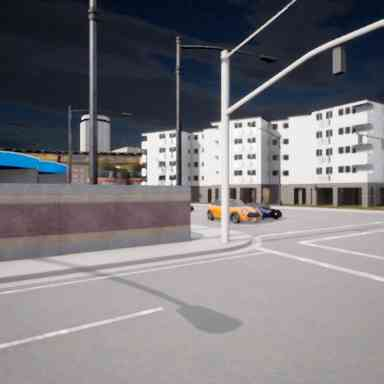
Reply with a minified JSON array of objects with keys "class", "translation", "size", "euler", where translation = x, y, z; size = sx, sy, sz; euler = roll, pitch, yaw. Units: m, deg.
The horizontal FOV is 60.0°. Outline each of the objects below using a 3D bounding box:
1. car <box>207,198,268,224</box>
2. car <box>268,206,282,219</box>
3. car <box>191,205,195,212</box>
[{"class":"car","translation":[3.102,1.338,24.949],"size":[2.097,1.767,4.553],"euler":[0,0,-33]},{"class":"car","translation":[5.426,1.547,27.708],"size":[1.994,1.385,4.181],"euler":[0,0,-35]},{"class":"car","translation":[-1.664,1.547,36.992],"size":[1.994,1.385,4.181],"euler":[0,0,-44]}]
